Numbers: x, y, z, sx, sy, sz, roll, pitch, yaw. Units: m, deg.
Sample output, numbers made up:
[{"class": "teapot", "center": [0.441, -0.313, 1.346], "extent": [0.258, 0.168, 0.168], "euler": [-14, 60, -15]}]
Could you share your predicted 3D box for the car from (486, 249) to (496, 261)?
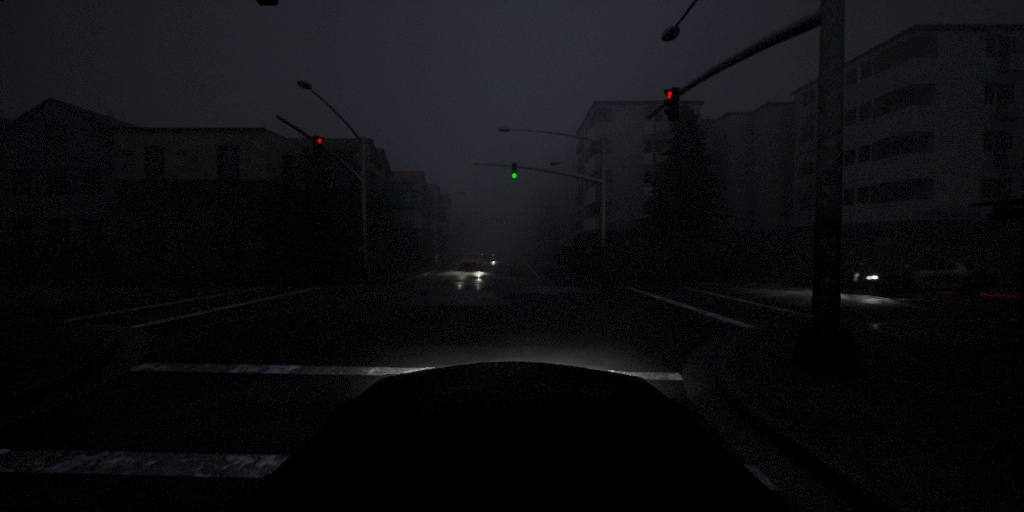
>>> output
[{"class": "car", "center": [-3.436, -0.186, 52.401], "extent": [2.097, 1.767, 4.553], "euler": [0, 2, 0]}]

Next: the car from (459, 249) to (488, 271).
[{"class": "car", "center": [-3.548, 0.451, 32.324], "extent": [1.882, 1.535, 5.008], "euler": [0, 2, 0]}]

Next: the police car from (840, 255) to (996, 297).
[{"class": "police car", "center": [15.770, 0.760, 14.364], "extent": [4.974, 1.542, 2.038], "euler": [0, 1, 0]}]
